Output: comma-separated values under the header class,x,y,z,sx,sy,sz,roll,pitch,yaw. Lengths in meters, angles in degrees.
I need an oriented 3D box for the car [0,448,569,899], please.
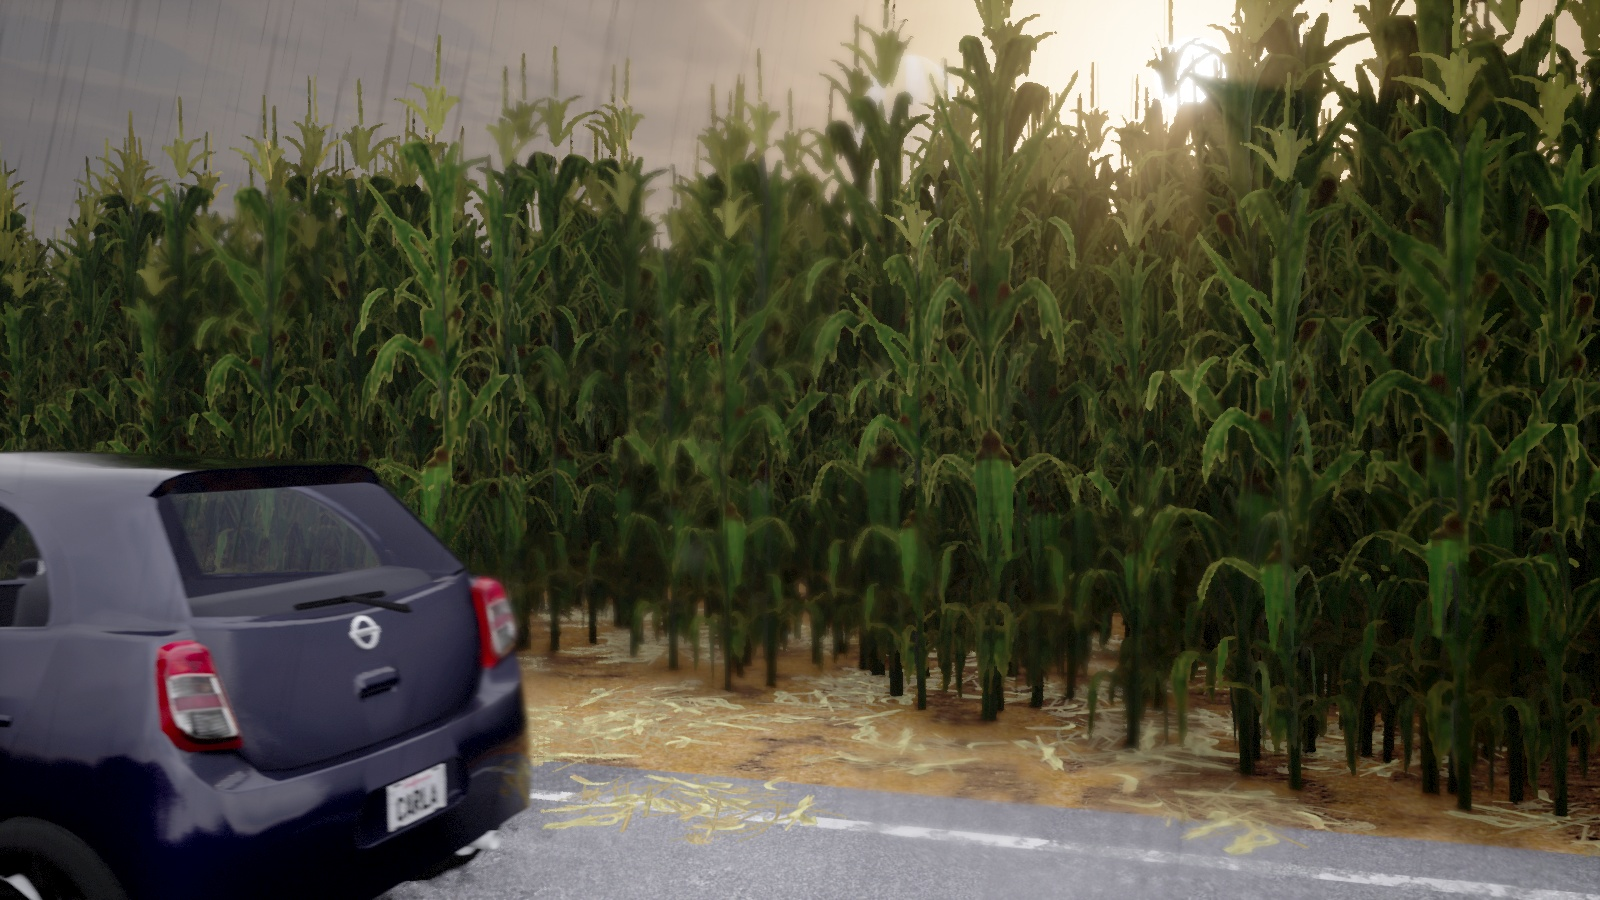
class,x,y,z,sx,sy,sz,roll,pitch,yaw
car,-2.835,0.764,4.147,3.633,1.501,1.845,1,1,19
